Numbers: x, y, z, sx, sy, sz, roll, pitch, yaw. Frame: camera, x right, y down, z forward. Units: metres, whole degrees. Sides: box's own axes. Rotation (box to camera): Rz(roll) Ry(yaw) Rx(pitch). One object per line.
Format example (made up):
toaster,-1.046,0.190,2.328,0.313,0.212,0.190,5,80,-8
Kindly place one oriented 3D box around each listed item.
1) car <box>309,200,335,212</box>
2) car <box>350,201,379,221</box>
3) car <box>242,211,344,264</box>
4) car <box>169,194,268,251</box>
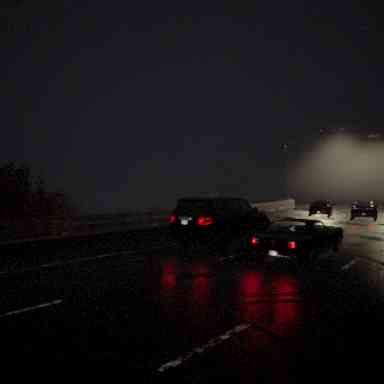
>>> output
car,12.099,1.494,31.054,1.837,1.490,4.892,0,0,27
car,14.195,1.483,27.433,2.128,1.511,4.902,0,0,28
car,3.913,1.596,11.957,1.895,1.301,4.718,0,0,39
car,1.404,1.214,14.434,2.150,2.045,5.566,0,0,39
